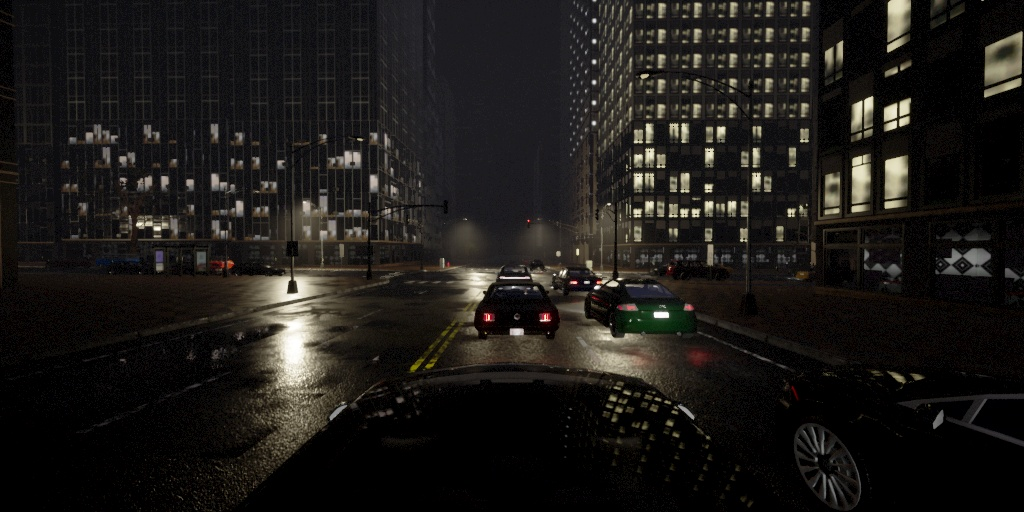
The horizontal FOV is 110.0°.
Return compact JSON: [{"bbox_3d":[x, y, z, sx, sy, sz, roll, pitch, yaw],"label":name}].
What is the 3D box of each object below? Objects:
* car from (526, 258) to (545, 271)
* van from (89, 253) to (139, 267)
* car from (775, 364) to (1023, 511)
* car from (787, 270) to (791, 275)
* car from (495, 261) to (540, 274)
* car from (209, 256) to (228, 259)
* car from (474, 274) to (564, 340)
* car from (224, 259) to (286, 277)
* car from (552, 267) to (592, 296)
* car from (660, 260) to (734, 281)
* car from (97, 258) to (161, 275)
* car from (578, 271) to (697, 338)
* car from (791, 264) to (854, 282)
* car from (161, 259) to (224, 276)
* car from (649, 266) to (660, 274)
[{"bbox_3d":[3.365,1.222,48.617,1.837,1.490,4.892,-1,0,-1],"label":"car"},{"bbox_3d":[-45.231,0.603,41.117,3.998,1.789,1.690,0,0,1],"label":"van"},{"bbox_3d":[3.339,1.242,1.337,2.128,1.511,4.902,0,0,0],"label":"car"},{"bbox_3d":[31.710,1.541,37.016,5.357,1.411,2.033,1,1,1],"label":"car"},{"bbox_3d":[0.123,1.232,19.197,2.128,1.511,4.902,0,0,0],"label":"car"},{"bbox_3d":[-32.454,0.773,38.234,4.553,1.767,2.097,1,1,1],"label":"car"},{"bbox_3d":[0.110,1.347,9.941,1.895,1.301,4.718,0,0,0],"label":"car"},{"bbox_3d":[-22.689,1.172,32.116,4.313,1.339,1.948,0,0,1],"label":"car"},{"bbox_3d":[3.409,1.287,19.396,2.033,1.411,5.357,0,0,-3],"label":"car"},{"bbox_3d":[16.235,1.267,31.529,5.009,1.841,2.192,0,0,1],"label":"car"},{"bbox_3d":[-34.053,1.068,32.440,4.313,1.339,1.948,0,0,1],"label":"car"},{"bbox_3d":[3.369,1.310,10.167,1.994,1.385,4.181,0,0,-1],"label":"car"},{"bbox_3d":[27.683,1.577,31.315,4.829,1.417,1.751,0,0,1],"label":"car"},{"bbox_3d":[-28.373,1.137,32.258,4.207,1.307,1.802,0,0,1],"label":"car"},{"bbox_3d":[16.492,1.423,37.303,4.181,1.385,1.994,0,1,1],"label":"car"}]
